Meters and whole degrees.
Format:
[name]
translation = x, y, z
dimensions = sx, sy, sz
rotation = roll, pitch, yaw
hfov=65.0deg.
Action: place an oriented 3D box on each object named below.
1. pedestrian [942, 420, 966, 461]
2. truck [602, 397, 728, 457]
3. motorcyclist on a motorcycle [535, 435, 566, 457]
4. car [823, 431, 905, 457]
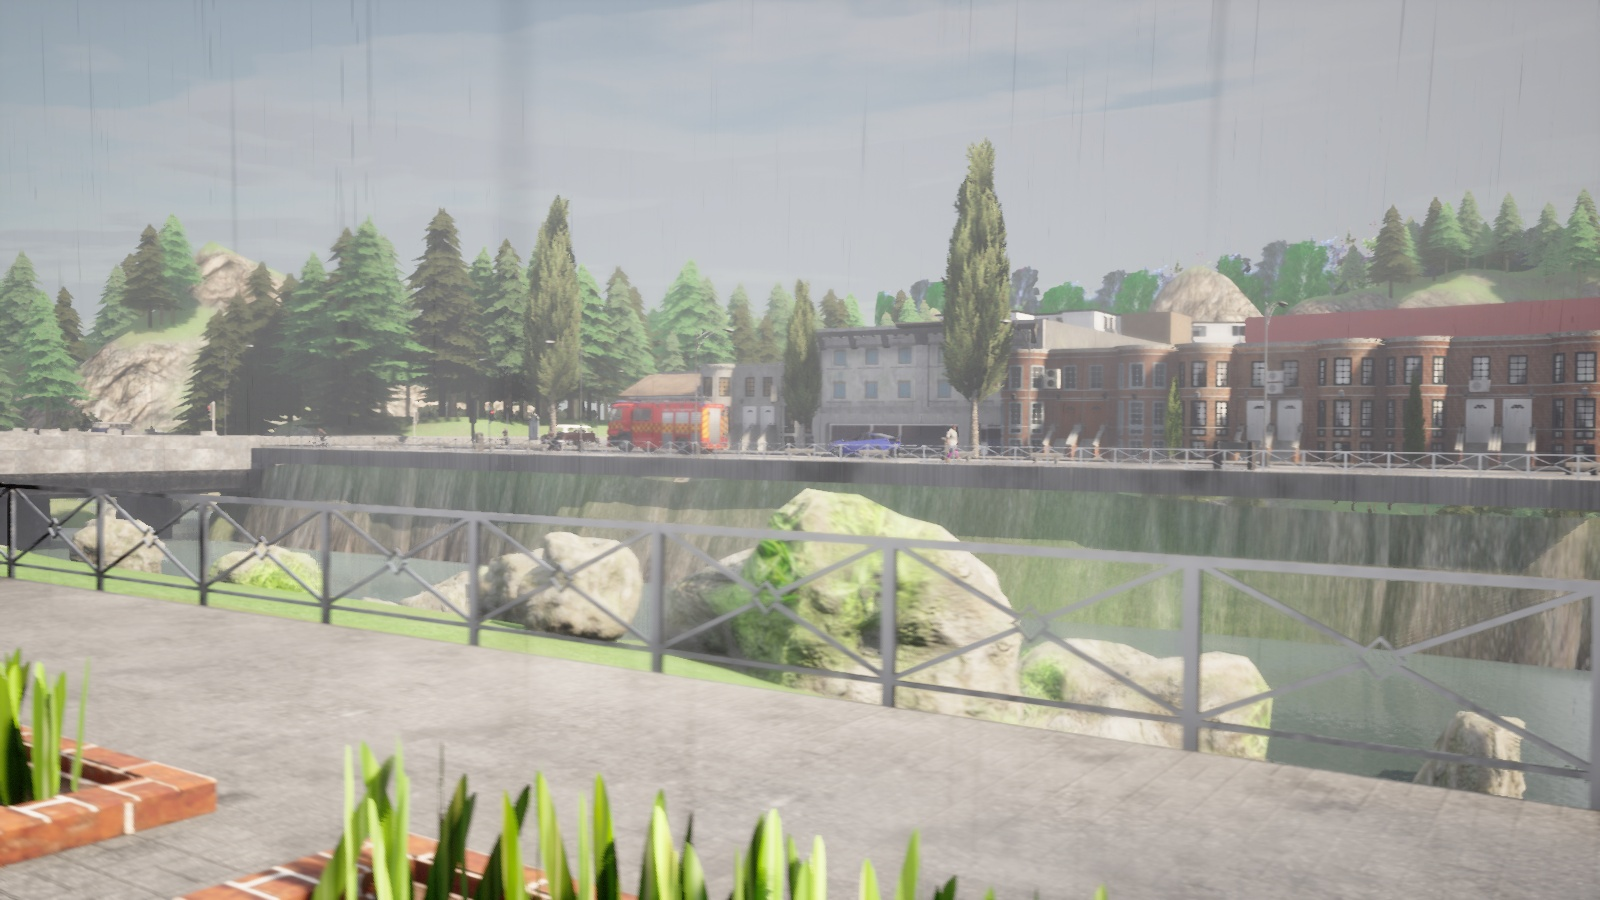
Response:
[pedestrian]
translation = 7.354, -0.444, 60.013
dimensions = 0.873, 1.952, 0.659
rotation = 0, 1, 38
[truck]
translation = -9.121, -1.501, 84.272
dimensions = 8.468, 3.827, 2.891
rotation = 0, 1, 34
[motorcyclist on a motorcycle]
translation = -17.897, -0.301, 90.123
dimensions = 2.191, 1.530, 0.866
rotation = 0, 1, 34
[car]
translation = 3.837, -0.390, 75.691
dimensions = 4.514, 1.525, 2.007
rotation = 0, 1, 34
